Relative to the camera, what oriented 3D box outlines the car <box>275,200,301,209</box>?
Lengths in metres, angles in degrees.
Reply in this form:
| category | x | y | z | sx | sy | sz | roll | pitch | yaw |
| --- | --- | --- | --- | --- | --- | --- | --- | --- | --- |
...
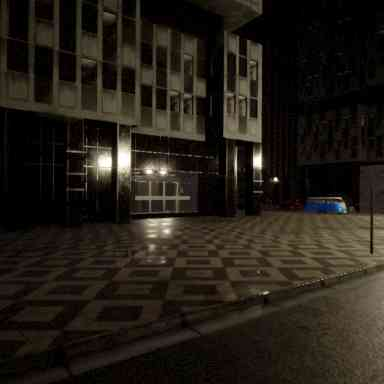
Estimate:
| category | x | y | z | sx | sy | sz | roll | pitch | yaw |
| --- | --- | --- | --- | --- | --- | --- | --- | --- | --- |
| car | 14.056 | 1.818 | 48.262 | 1.802 | 1.307 | 4.206 | 0 | 0 | -36 |

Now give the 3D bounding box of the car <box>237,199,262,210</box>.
| category | x | y | z | sx | sy | sz | roll | pitch | yaw |
| --- | --- | --- | --- | --- | --- | --- | --- | --- | --- |
| car | 7.124 | 1.706 | 43.301 | 1.887 | 1.381 | 4.507 | 0 | 0 | -36 |

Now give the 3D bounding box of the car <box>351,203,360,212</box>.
| category | x | y | z | sx | sy | sz | roll | pitch | yaw |
| --- | --- | --- | --- | --- | --- | --- | --- | --- | --- |
| car | 20.622 | 1.725 | 39.068 | 1.947 | 1.339 | 4.313 | 0 | 0 | -36 |

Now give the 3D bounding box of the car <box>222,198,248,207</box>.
| category | x | y | z | sx | sy | sz | roll | pitch | yaw |
| --- | --- | --- | --- | --- | --- | --- | --- | --- | --- |
| car | 7.391 | 1.839 | 57.594 | 1.752 | 1.417 | 4.829 | 0 | 0 | -36 |

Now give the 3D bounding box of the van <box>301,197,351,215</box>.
| category | x | y | z | sx | sy | sz | roll | pitch | yaw |
| --- | --- | --- | --- | --- | --- | --- | --- | --- | --- |
| van | 13.690 | 1.425 | 34.108 | 1.690 | 1.788 | 3.998 | 0 | 0 | -36 |

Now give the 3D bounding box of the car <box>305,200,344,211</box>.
| category | x | y | z | sx | sy | sz | roll | pitch | yaw |
| --- | --- | --- | --- | --- | --- | --- | --- | --- | --- |
| car | 17.339 | 1.749 | 43.665 | 2.008 | 1.369 | 4.403 | 0 | 0 | -36 |
